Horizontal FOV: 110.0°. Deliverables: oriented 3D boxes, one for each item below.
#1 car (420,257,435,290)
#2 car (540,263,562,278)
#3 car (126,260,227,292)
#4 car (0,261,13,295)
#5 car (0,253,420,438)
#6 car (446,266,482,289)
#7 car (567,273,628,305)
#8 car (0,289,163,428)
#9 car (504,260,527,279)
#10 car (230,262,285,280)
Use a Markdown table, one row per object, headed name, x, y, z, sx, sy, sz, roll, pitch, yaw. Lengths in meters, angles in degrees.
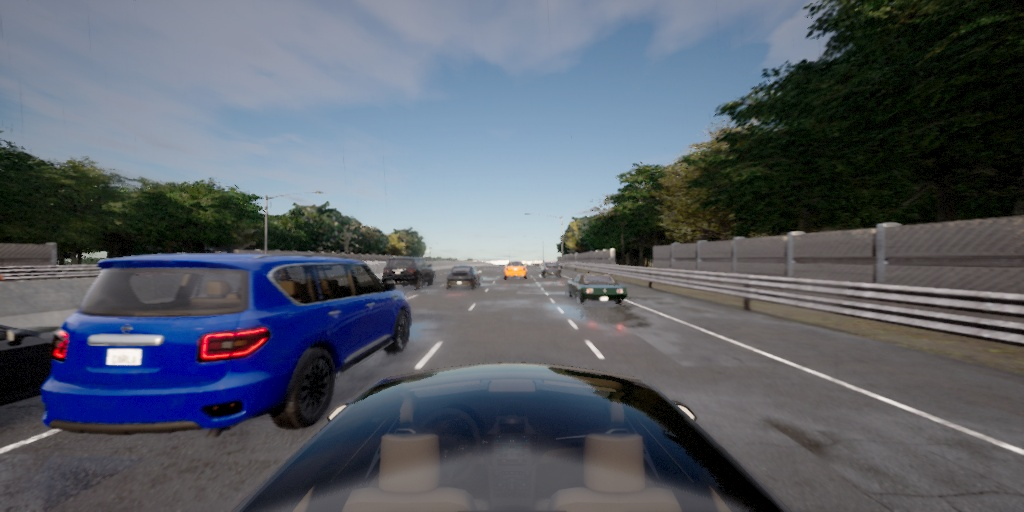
| name | x | y | z | sx | sy | sz | roll | pitch | yaw |
| --- | --- | --- | --- | --- | --- | --- | --- | --- | --- |
| car | -6.679 | 1.087 | 23.747 | 2.150 | 2.045 | 5.566 | 0 | 0 | 1 |
| car | 3.954 | 1.415 | 36.528 | 2.128 | 1.511 | 4.902 | 0 | 0 | 1 |
| car | -20.886 | 1.187 | 22.690 | 2.097 | 1.767 | 4.553 | 0 | 0 | 1 |
| car | -27.948 | 1.148 | 17.041 | 2.097 | 1.767 | 4.553 | 0 | 0 | 1 |
| car | -3.366 | 0.996 | 5.821 | 2.150 | 2.045 | 5.566 | 0 | 0 | 1 |
| car | -3.175 | 1.379 | 24.202 | 1.837 | 1.490 | 4.892 | 0 | 0 | 1 |
| car | 3.747 | 1.454 | 16.671 | 1.895 | 1.301 | 4.718 | 0 | 0 | 1 |
| car | -6.888 | 1.278 | 3.786 | 1.812 | 1.442 | 4.674 | 0 | 0 | 1 |
| car | 0.340 | 1.266 | 35.239 | 2.097 | 1.767 | 4.553 | 0 | 0 | 1 |
| car | -24.259 | 1.371 | 34.431 | 1.837 | 1.490 | 4.892 | 0 | 0 | 1 |
